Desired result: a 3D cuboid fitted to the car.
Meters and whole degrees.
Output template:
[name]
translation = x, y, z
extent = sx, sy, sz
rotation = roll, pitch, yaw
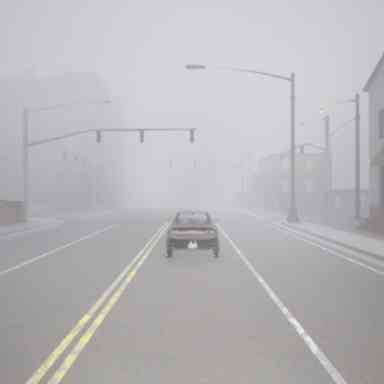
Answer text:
[car]
translation = 0.042, 1.495, 12.936
extent = 2.128, 1.511, 4.902
rotation = 0, 0, 0
